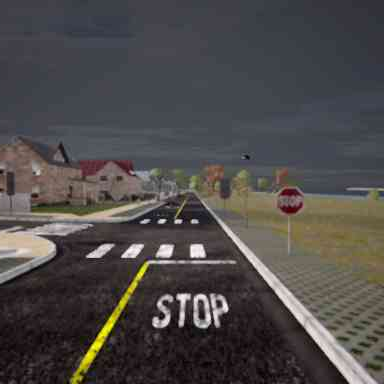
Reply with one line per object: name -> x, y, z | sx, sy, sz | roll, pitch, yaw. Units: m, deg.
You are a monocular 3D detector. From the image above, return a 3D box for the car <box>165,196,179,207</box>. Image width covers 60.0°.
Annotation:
car -> -2.743, 1.287, 46.777 | 2.033, 1.411, 5.357 | 0, 1, 0
